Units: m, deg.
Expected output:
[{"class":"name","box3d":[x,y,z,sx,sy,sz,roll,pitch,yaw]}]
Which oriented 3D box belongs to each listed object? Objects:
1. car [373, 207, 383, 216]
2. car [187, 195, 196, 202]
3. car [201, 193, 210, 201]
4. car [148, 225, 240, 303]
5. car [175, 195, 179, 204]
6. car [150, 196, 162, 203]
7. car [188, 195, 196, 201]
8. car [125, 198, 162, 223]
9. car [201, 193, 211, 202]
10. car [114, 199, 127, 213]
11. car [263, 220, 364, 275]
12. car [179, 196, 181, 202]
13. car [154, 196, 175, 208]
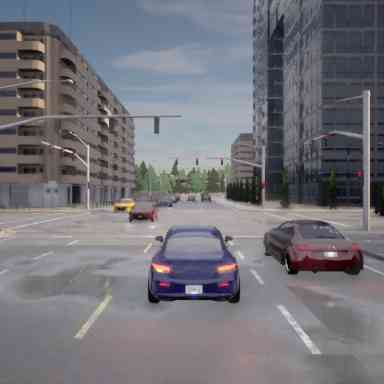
[{"class":"car","box3d":[19.459,1.656,30.678,4.718,1.301,1.895,0,0,0]},{"class":"car","box3d":[-0.151,1.540,77.431,2.033,1.411,5.357,0,0,1]},{"class":"car","box3d":[3.459,1.225,87.802,2.150,2.045,5.566,0,0,1]},{"class":"car","box3d":[0.047,1.526,8.073,1.812,1.442,4.674,0,0,0]},{"class":"car","box3d":[-3.873,1.525,62.411,1.812,1.442,4.674,0,0,1]},{"class":"car","box3d":[-7.272,1.560,67.707,1.994,1.385,4.181,0,0,1]},{"class":"car","box3d":[-0.041,1.525,87.775,2.128,1.511,4.902,0,0,1]},{"class":"car","box3d":[-3.734,1.502,26.285,1.882,1.535,5.008,0,0,-1]},{"class":"car","box3d":[3.350,1.355,77.639,2.097,1.767,4.553,0,0,1]},{"class":"car","box3d":[-7.383,1.501,37.051,1.882,1.535,5.008,0,0,-1]},{"class":"car","box3d":[3.556,1.564,10.496,1.994,1.385,4.181,0,0,0]},{"class":"car","box3d":[-3.643,1.514,78.344,2.033,1.411,5.357,0,0,1]},{"class":"car","box3d":[-3.989,1.354,48.985,2.097,1.767,4.553,0,0,0]}]
